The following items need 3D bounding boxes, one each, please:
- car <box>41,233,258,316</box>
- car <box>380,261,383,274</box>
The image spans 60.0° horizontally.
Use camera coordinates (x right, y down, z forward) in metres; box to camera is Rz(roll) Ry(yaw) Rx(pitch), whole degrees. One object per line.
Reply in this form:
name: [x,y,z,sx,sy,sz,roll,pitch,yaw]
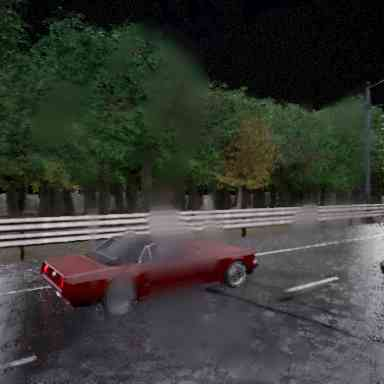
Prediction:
car: [-0.715,1.604,7.540,4.718,1.301,1.895,0,0,-36]
car: [7.032,1.557,8.760,5.357,1.411,2.033,0,0,-35]
